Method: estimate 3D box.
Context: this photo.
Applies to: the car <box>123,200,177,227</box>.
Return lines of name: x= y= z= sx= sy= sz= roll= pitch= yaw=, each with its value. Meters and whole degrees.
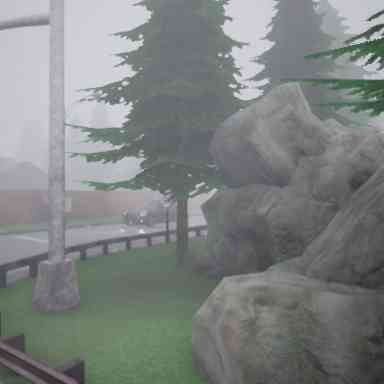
car: x=-2.533 y=1.350 z=22.679 sx=2.097 sy=1.767 sz=4.553 roll=0 pitch=0 yaw=36
